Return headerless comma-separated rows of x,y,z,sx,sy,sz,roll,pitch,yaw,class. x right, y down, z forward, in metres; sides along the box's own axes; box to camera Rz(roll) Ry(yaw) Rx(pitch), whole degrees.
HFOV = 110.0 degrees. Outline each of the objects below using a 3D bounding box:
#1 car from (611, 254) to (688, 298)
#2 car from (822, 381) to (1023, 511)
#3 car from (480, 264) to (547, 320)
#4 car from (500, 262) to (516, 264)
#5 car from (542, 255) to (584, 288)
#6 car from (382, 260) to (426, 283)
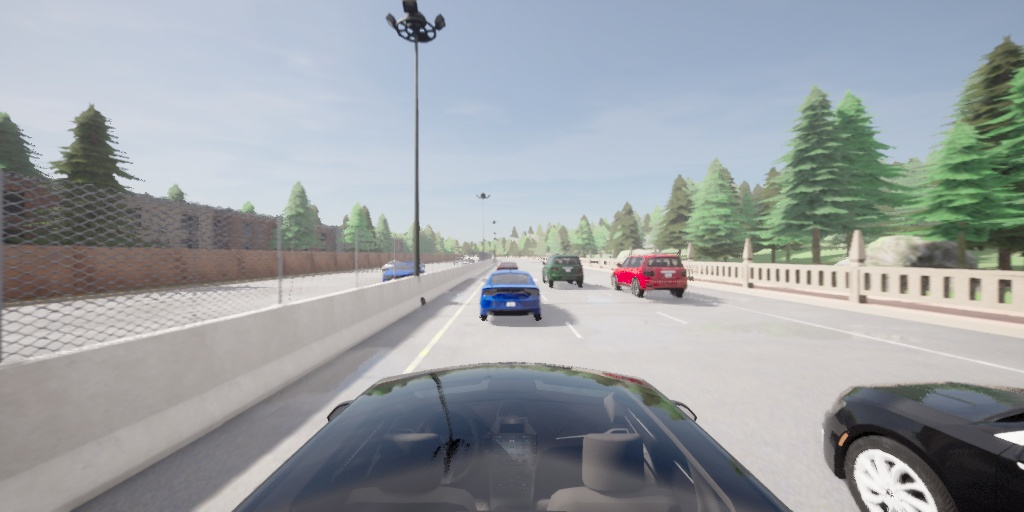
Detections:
6.865,0.946,18.481,2.150,2.045,5.566,0,0,-1,car
3.478,1.246,0.970,1.837,1.490,4.892,0,0,1,car
-0.062,1.223,12.661,1.882,1.535,5.008,0,0,-1,car
-0.331,1.216,31.027,1.882,1.535,5.008,0,0,-1,car
3.285,0.953,23.876,2.150,2.045,5.566,0,0,-1,car
-7.431,1.237,24.999,1.882,1.535,5.008,0,0,-1,car
